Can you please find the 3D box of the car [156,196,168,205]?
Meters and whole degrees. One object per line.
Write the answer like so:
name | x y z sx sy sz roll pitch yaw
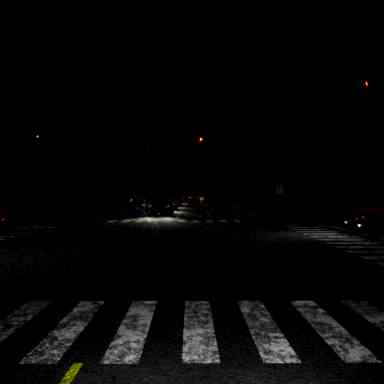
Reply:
car | -5.465 1.527 61.599 1.752 1.417 4.829 0 0 0

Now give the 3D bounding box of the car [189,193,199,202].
car | 0.472 1.186 73.758 2.097 1.767 4.553 0 0 0

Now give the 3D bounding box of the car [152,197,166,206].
car | -5.501 1.568 56.101 1.947 1.339 4.313 0 0 0

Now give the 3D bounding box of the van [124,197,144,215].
van | -5.648 1.343 33.428 1.690 1.788 3.998 0 0 0

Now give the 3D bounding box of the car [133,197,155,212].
car | -5.611 1.443 39.096 1.967 1.590 4.097 0 0 0

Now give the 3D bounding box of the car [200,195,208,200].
car | 3.245 1.557 90.067 1.947 1.339 4.313 0 0 0

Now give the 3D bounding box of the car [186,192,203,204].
car | 0.406 1.223 63.398 2.150 2.045 5.566 0 0 0

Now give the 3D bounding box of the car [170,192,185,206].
car | -2.756 1.225 52.661 2.150 2.045 5.566 0 0 1

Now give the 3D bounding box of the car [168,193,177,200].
car | -5.281 1.307 90.110 2.192 1.841 5.009 0 0 0

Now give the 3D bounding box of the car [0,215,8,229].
car | -12.647 1.526 17.350 5.357 1.411 2.033 0 0 0

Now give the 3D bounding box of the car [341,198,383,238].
car | 10.836 1.236 17.424 5.566 2.045 2.150 0 0 0

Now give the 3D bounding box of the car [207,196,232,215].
car | 2.878 1.442 33.375 1.967 1.590 4.097 0 0 0

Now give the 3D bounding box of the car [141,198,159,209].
car | -5.574 1.569 44.765 1.947 1.339 4.313 0 0 0

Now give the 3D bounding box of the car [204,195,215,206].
car | 2.951 1.443 44.713 1.967 1.590 4.097 0 0 0

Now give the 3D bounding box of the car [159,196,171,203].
car | -5.427 1.566 67.437 1.947 1.339 4.313 0 0 0

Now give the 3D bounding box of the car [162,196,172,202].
car | -5.390 1.543 73.105 1.887 1.381 4.507 0 0 0

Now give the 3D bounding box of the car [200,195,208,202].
car | 2.860 1.453 79.561 1.801 1.575 5.366 0 0 0

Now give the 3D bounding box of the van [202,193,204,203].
van | 3.025 1.344 56.051 1.690 1.788 3.998 0 0 0

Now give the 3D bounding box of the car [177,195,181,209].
car | -2.831 1.480 42.064 1.882 1.535 5.008 0 0 1

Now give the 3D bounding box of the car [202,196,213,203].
car | 3.098 1.551 67.390 2.008 1.369 4.403 0 0 0

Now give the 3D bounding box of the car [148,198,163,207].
car | -5.537 1.585 50.433 1.802 1.307 4.206 0 0 0

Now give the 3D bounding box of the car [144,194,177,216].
car | -2.938 1.354 32.126 2.097 1.767 4.553 0 0 2

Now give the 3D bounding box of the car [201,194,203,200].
car | 3.063 1.527 61.890 1.752 1.417 4.829 0 0 0
